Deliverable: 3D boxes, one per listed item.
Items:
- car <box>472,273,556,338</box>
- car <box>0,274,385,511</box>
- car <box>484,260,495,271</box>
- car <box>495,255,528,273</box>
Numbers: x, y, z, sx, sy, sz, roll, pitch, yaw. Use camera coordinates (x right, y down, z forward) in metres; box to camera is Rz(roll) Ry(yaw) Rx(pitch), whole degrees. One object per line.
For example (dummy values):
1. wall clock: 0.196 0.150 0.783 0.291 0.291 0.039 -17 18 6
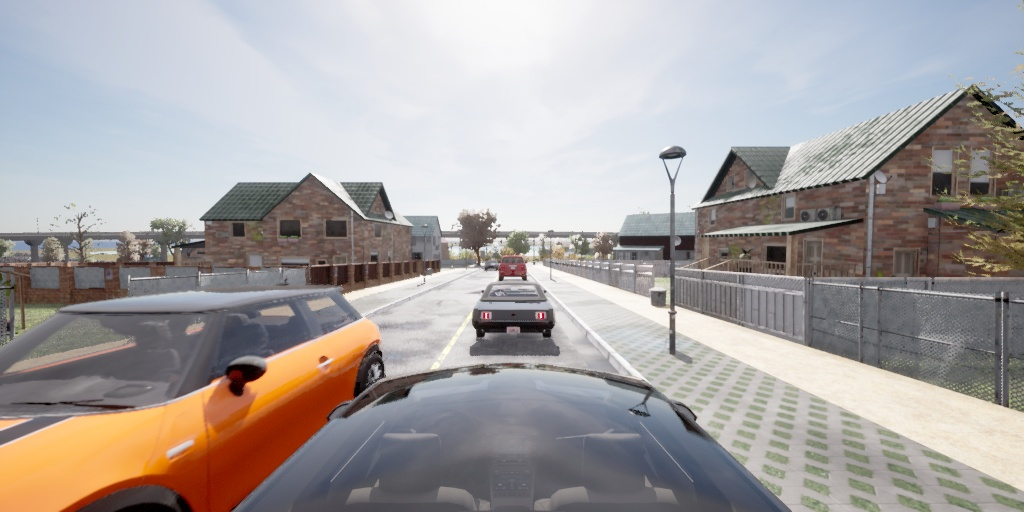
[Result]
1. car: 0.054 1.347 10.137 1.895 1.301 4.718 0 0 0
2. car: -2.822 1.104 2.977 2.097 1.767 4.553 0 0 2
3. car: -2.784 1.274 50.003 1.837 1.490 4.892 0 -1 0
4. car: 0.066 0.970 28.784 2.150 2.045 5.566 0 0 0
